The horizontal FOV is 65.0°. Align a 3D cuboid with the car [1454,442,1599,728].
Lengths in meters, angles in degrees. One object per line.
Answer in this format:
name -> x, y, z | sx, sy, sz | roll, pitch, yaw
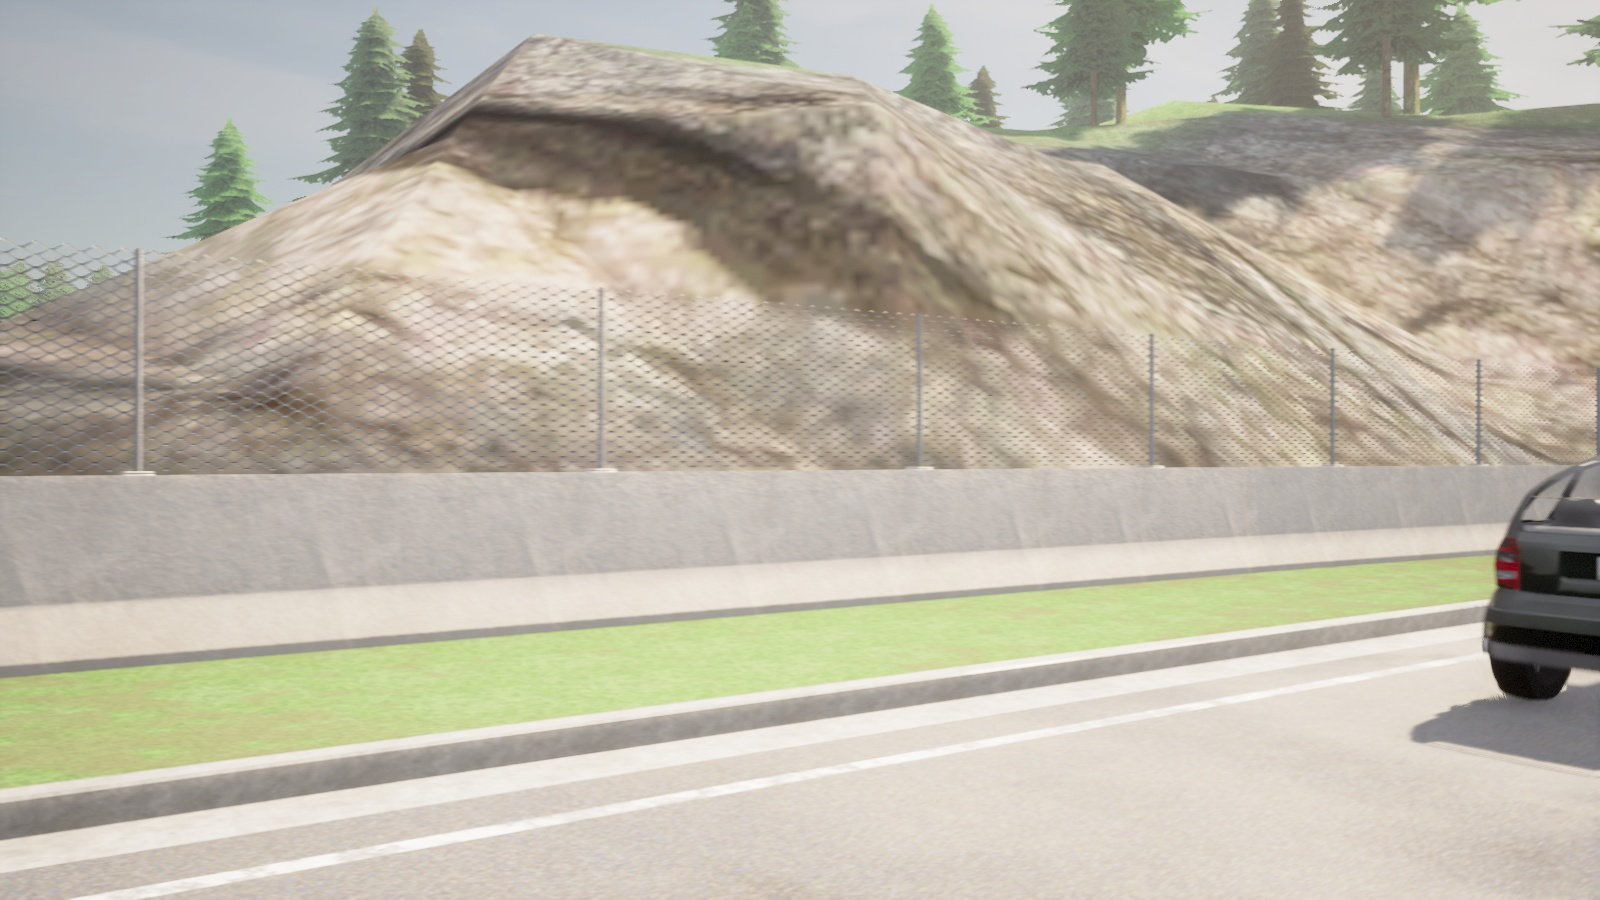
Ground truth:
car -> 5.914, 0.730, 7.776 | 3.705, 1.549, 1.789 | 0, 0, -35
